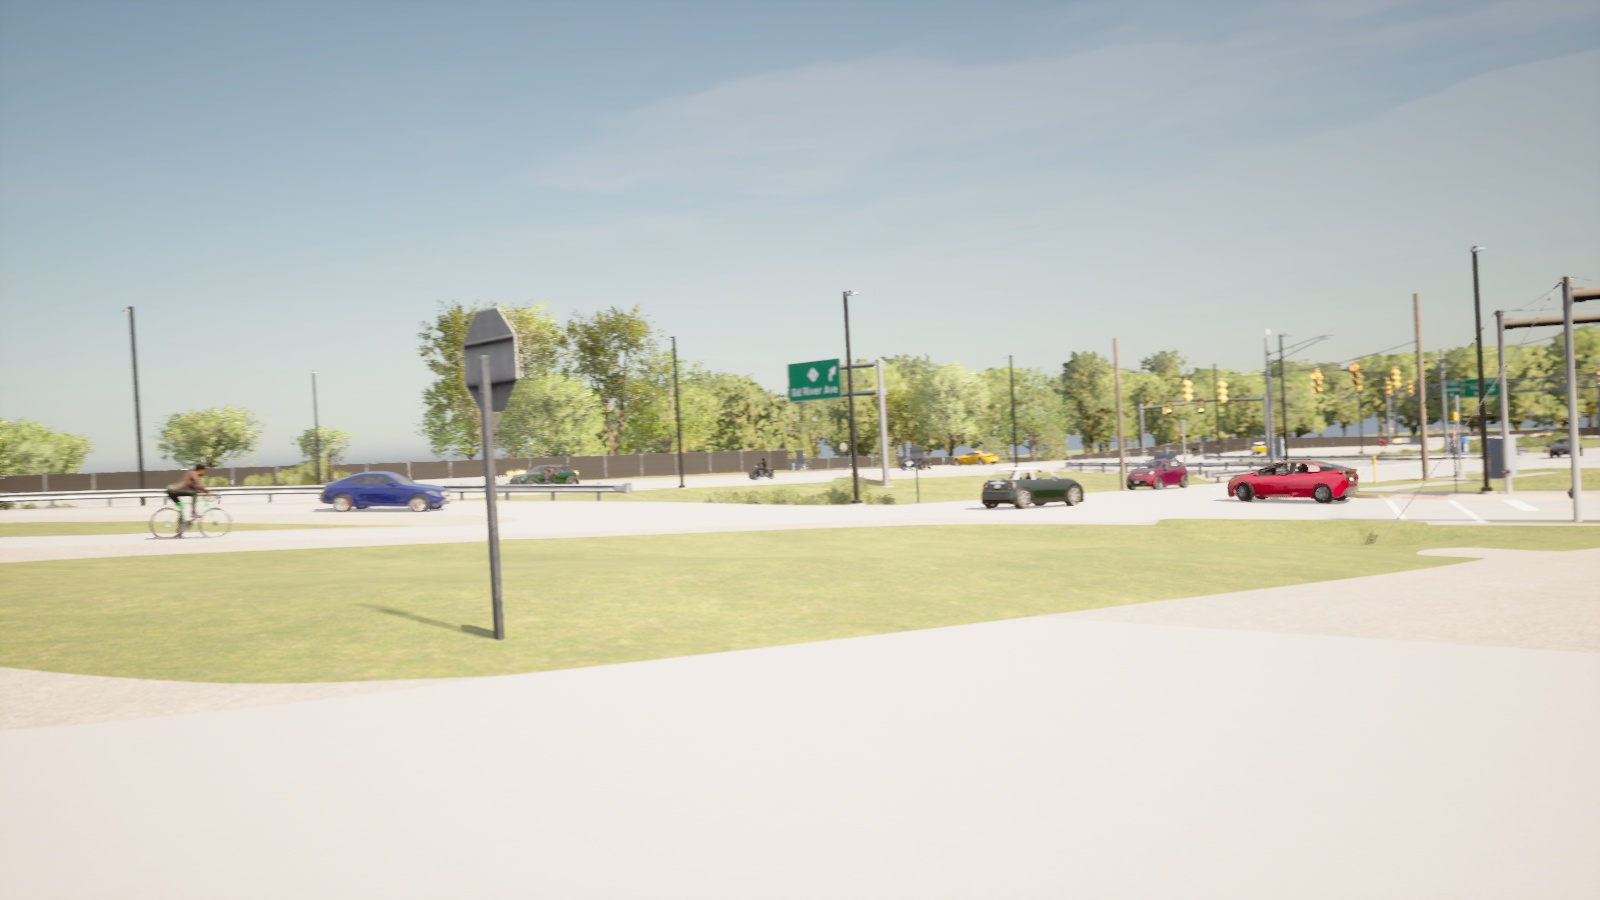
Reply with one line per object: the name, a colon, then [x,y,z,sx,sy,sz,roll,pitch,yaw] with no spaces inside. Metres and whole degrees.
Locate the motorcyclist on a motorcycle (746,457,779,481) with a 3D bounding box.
motorcyclist on a motorcycle: [-2.706,1.348,91.054,2.350,1.649,0.766,-2,0,-43]

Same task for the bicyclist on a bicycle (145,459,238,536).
bicyclist on a bicycle: [-13.041,1.022,26.924,1.656,1.620,0.582,3,-3,-43]

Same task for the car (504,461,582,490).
car: [-16.890,1.675,82.776,4.553,1.767,2.097,-2,0,-43]

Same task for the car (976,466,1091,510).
car: [8.532,1.377,45.753,3.806,1.475,1.970,-1,-1,-35]

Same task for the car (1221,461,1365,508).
car: [18.089,1.237,46.213,4.514,1.525,2.007,0,2,42]

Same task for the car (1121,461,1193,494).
car: [17.797,1.374,62.537,3.633,1.501,1.845,-1,-1,-43]

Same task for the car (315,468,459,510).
car: [-15.158,1.417,46.207,4.674,1.442,1.812,0,1,4]
